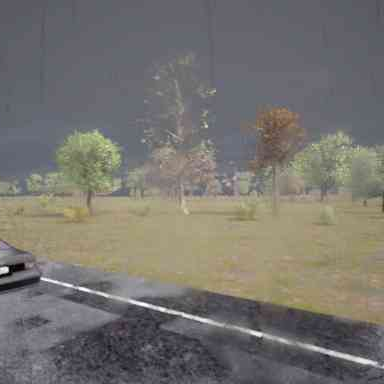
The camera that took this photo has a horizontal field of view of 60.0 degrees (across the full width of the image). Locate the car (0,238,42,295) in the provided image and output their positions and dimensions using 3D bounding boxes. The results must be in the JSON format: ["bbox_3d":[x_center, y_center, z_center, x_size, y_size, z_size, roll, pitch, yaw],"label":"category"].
[{"bbox_3d":[-5.803,1.622,7.997,5.357,1.411,2.033,-1,0,35],"label":"car"}]
